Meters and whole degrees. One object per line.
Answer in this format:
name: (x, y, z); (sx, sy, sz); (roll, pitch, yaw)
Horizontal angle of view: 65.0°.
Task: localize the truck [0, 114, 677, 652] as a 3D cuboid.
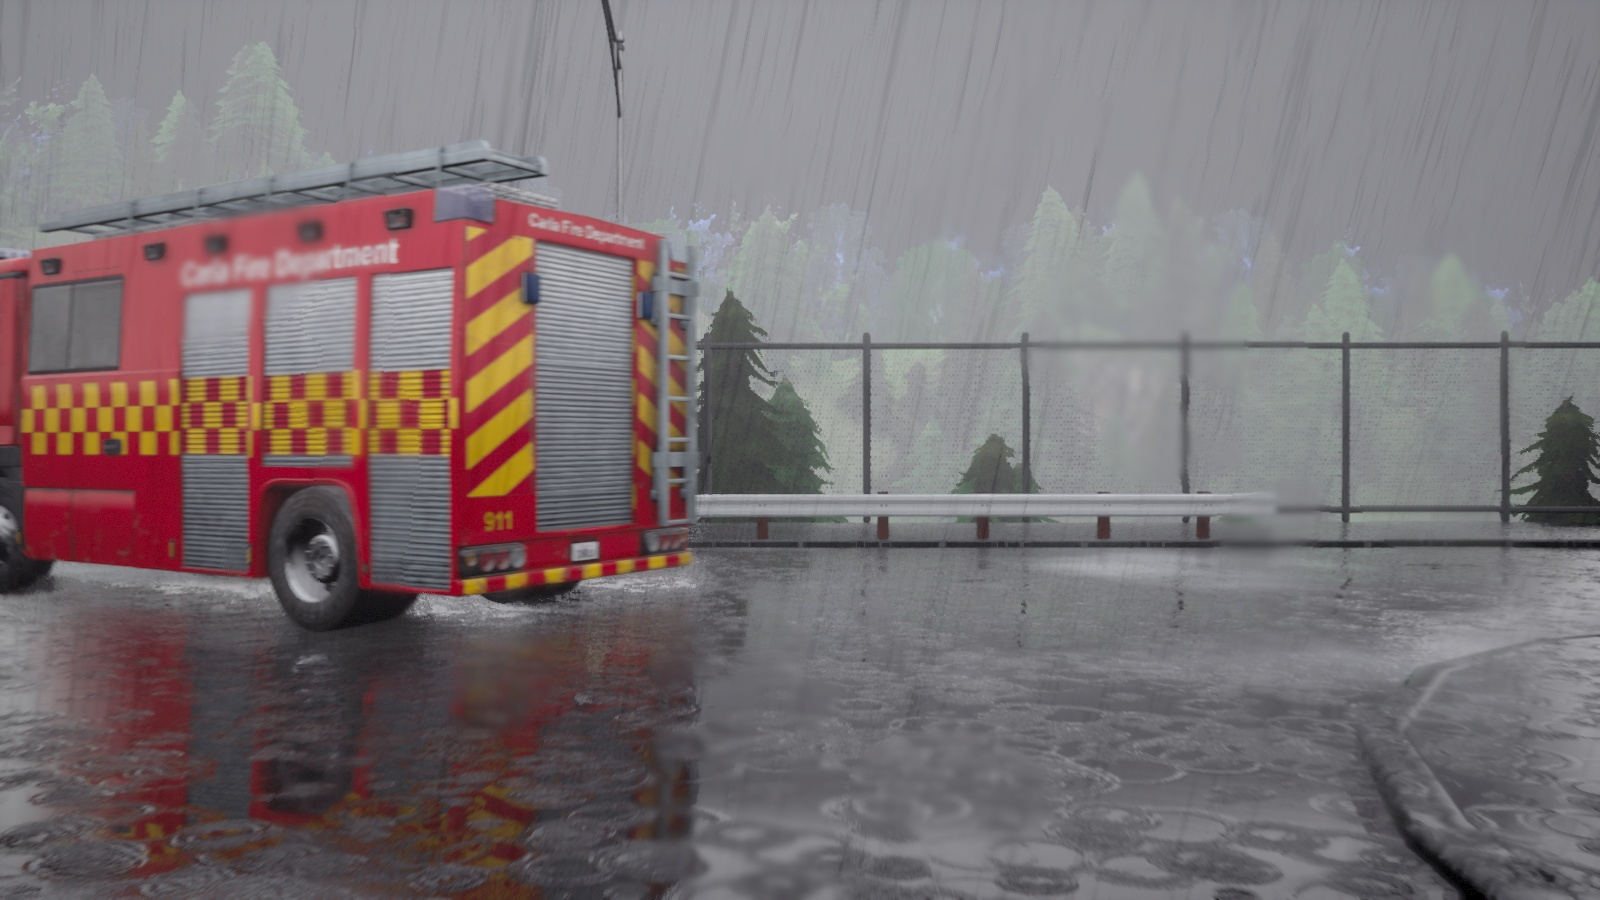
truck: (-5.488, -0.497, 12.355); (8.468, 3.827, 2.891); (0, 0, 31)
